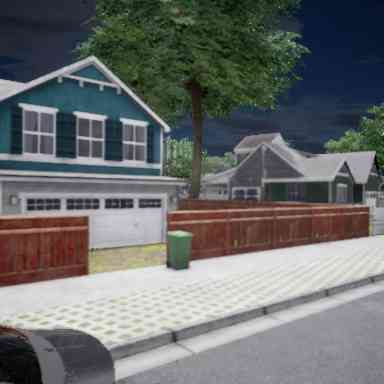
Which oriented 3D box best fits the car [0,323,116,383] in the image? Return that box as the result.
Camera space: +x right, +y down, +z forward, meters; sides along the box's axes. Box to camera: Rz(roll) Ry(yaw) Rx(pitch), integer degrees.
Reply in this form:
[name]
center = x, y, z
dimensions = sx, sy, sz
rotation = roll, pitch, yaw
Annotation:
[car]
center = -2.621, 1.492, 1.174
dimensions = 4.892, 1.490, 1.837
rotation = 1, -1, -35
